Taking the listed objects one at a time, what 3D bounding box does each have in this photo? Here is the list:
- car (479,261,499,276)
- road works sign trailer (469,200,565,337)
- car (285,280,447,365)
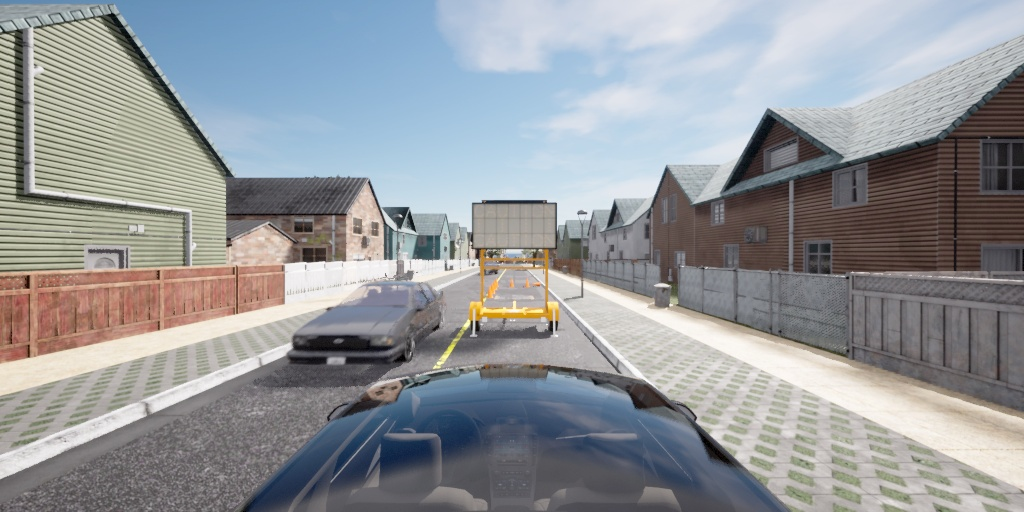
[{"bbox_3d":[-2.488,1.309,39.173,2.128,1.511,4.902,0,0,0],"label":"car"},{"bbox_3d":[0.069,0.214,10.264,2.380,3.560,2.880,0,0,1],"label":"road works sign trailer"},{"bbox_3d":[-2.800,1.297,8.405,2.033,1.411,5.357,0,0,0],"label":"car"}]
